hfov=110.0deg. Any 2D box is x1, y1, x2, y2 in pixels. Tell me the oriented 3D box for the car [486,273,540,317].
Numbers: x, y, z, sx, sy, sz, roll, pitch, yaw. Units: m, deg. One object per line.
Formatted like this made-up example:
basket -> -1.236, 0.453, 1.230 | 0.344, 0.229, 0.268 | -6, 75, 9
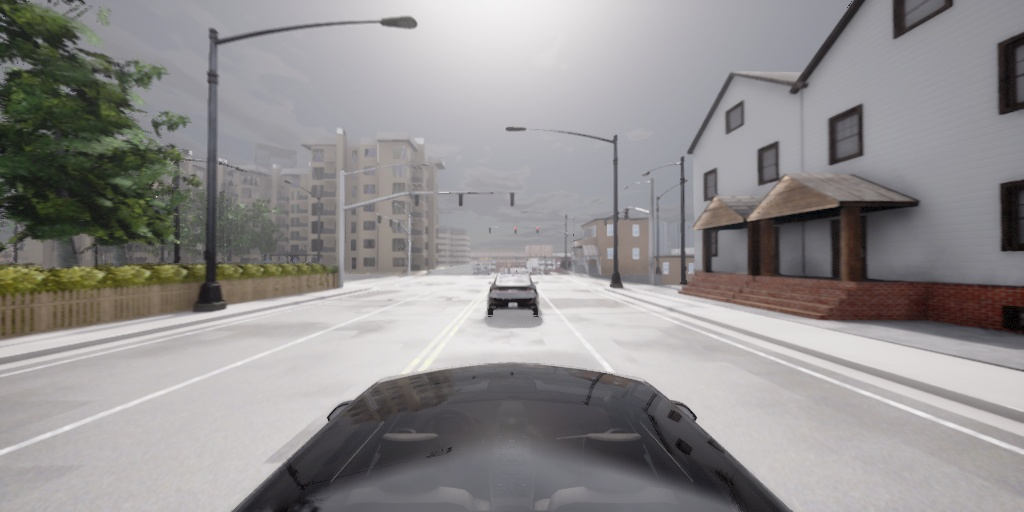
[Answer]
car -> 0.053, 1.411, 14.082 | 2.128, 1.511, 4.902 | 0, -1, 1
